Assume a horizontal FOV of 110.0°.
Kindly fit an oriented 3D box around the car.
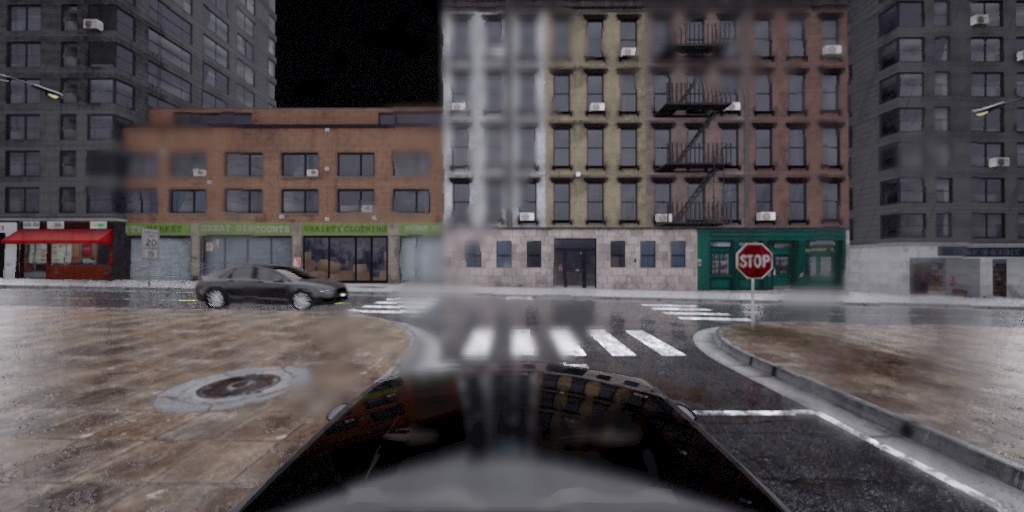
[{"bbox_3d":[-8.530,1.107,12.952,4.892,1.490,1.837,1,0,0],"label":"car"}]
